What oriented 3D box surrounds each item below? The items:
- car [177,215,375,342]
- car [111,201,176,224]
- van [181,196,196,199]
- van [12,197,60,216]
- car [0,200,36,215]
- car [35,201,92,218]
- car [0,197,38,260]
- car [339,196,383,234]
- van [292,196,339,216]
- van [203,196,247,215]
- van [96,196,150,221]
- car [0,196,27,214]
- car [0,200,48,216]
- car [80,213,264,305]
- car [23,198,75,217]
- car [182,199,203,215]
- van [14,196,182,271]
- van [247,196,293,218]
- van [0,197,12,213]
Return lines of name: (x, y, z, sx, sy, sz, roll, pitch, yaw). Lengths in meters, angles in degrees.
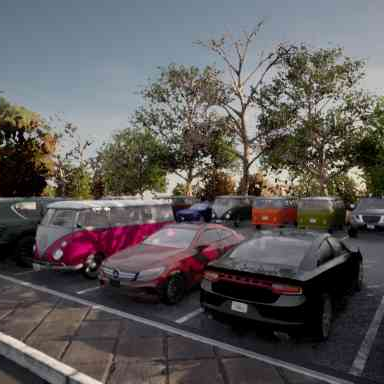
car: (2.108, 1.478, 6.718, 2.097, 1.535, 5.008, 0, 0, 36)
car: (-3.769, 1.536, 26.793, 1.946, 1.575, 5.366, -1, -1, 36)
van: (-1.481, 1.278, 25.239, 1.878, 1.987, 4.442, -1, -1, 36)
van: (-17.109, 1.527, 36.717, 1.878, 1.987, 4.442, -1, -1, 36)
car: (-21.785, 1.823, 39.694, 1.946, 1.575, 5.366, -1, -1, 36)
car: (-12.776, 1.683, 33.464, 2.097, 1.535, 5.008, -1, -1, 36)
car: (-4.643, 1.200, 11.593, 2.435, 2.045, 5.566, 0, 0, 36)
car: (9.717, 1.225, 17.328, 2.435, 2.045, 5.566, 0, 0, 36)
van: (7.549, 1.241, 19.059, 1.878, 1.987, 4.442, 0, 0, 36)
van: (2.902, 1.224, 22.100, 1.878, 1.987, 4.442, 0, 0, 36)
van: (-5.848, 1.349, 28.654, 1.878, 1.987, 4.442, -1, -1, 36)
car: (-23.915, 1.616, 41.481, 2.435, 2.045, 5.566, -1, -1, 36)
car: (-19.431, 1.789, 38.228, 2.231, 1.521, 4.892, -1, -1, 36)
car: (-0.144, 1.509, 8.340, 2.002, 1.452, 4.674, 0, 0, 36)
car: (-14.943, 1.591, 34.984, 2.185, 1.767, 4.553, -1, -1, 36)
car: (0.844, 1.468, 23.723, 2.097, 1.535, 5.008, -1, -1, 36)
van: (-2.470, 1.234, 9.859, 1.878, 1.987, 4.442, 0, 0, 36)
van: (5.398, 1.233, 20.599, 1.878, 1.987, 4.442, 0, 0, 36)
van: (-26.213, 1.695, 43.238, 1.878, 1.987, 4.442, -1, -1, 36)
